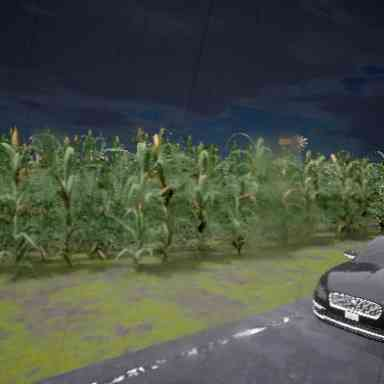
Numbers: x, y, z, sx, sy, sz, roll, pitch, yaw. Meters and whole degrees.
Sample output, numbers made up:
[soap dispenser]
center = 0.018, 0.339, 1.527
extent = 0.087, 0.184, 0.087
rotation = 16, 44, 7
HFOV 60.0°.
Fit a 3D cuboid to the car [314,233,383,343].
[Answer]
[car]
center = 4.217, 1.478, 6.054
extent = 4.892, 1.490, 1.837
rotation = 0, 0, -35
